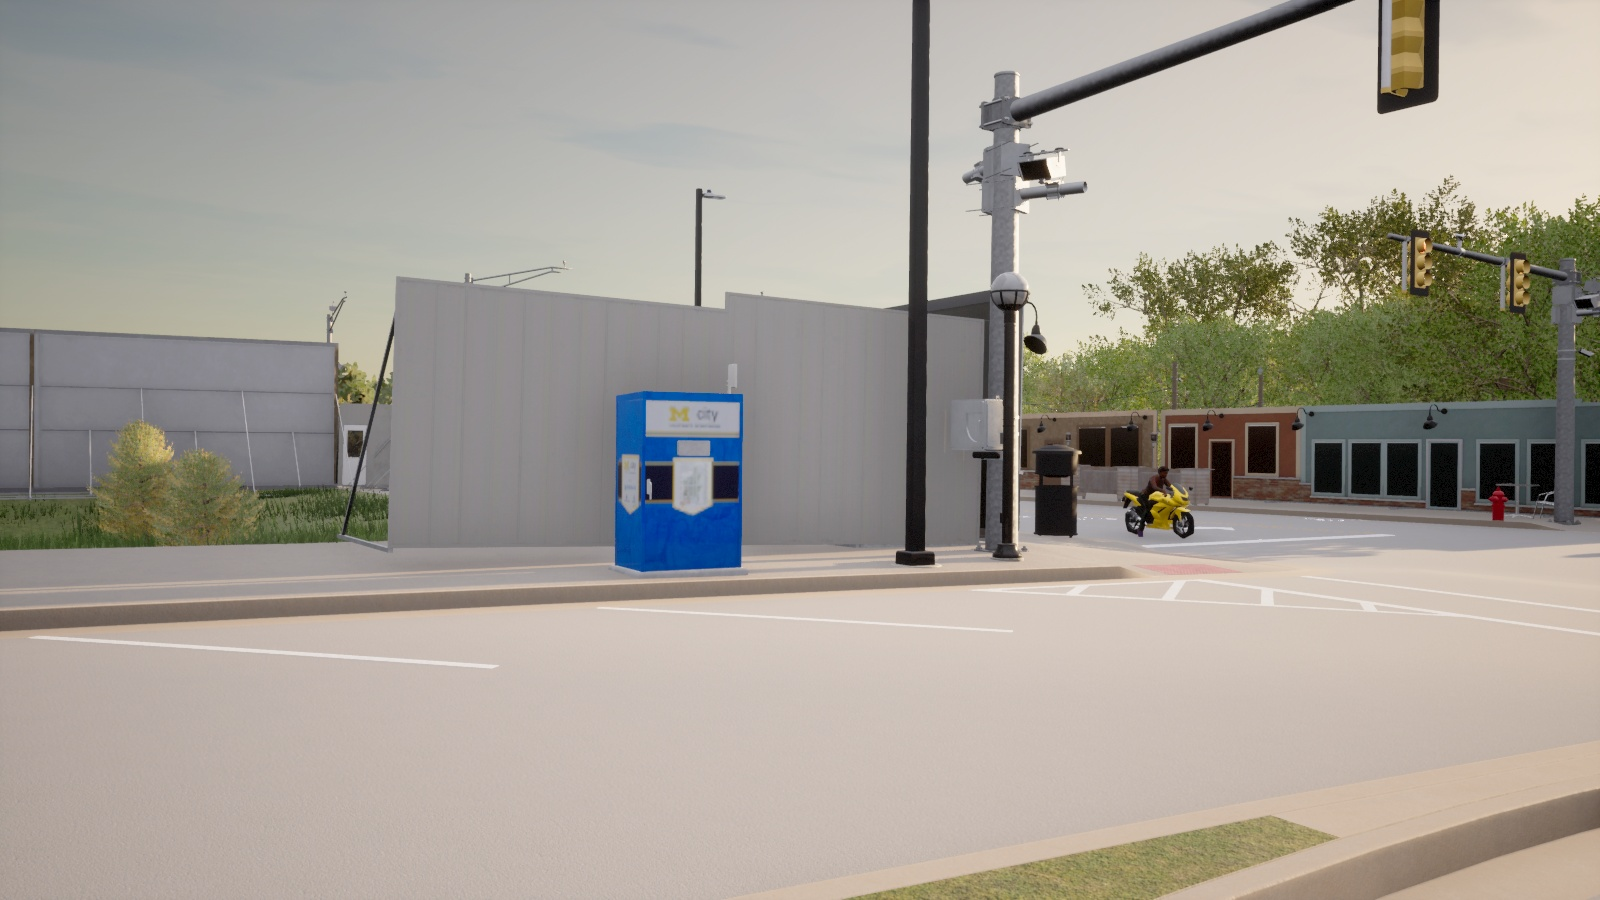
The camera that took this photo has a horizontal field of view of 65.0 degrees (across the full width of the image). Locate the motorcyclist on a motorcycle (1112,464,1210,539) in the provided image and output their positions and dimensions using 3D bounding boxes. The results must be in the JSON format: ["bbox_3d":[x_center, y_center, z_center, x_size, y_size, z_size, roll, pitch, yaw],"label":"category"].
[{"bbox_3d":[7.667,1.065,26.779,0.797,1.523,2.044,0,0,-29],"label":"motorcyclist on a motorcycle"}]
